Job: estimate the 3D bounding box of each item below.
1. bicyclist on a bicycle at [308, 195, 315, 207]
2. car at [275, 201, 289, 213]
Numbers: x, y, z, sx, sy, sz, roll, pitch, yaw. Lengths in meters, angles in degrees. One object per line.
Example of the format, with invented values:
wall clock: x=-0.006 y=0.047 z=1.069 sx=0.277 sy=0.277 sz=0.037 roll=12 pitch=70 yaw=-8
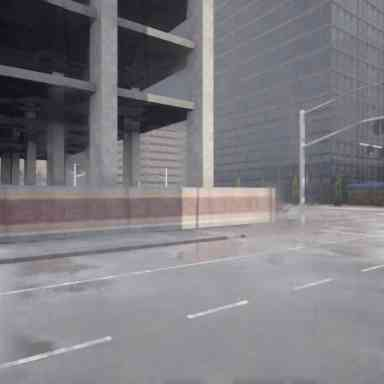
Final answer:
bicyclist on a bicycle: x=16.610 y=1.299 z=46.220 sx=1.656 sy=1.620 sz=0.582 roll=0 pitch=0 yaw=-36
car: x=8.542 y=1.525 z=36.933 sx=1.812 sy=1.442 sz=4.674 roll=0 pitch=0 yaw=-36
